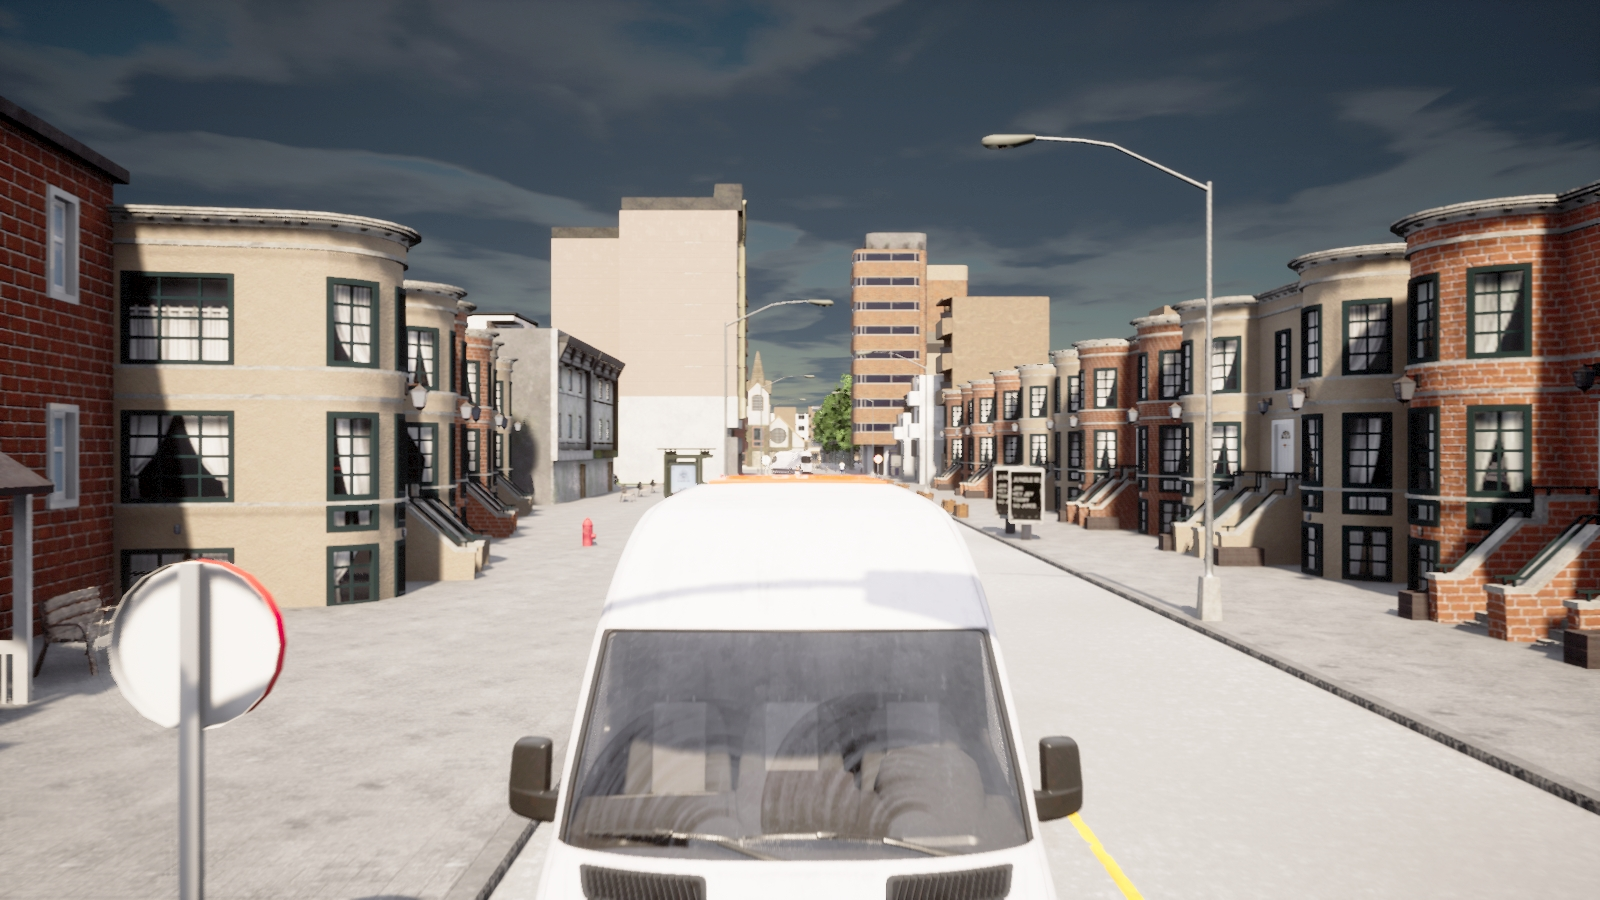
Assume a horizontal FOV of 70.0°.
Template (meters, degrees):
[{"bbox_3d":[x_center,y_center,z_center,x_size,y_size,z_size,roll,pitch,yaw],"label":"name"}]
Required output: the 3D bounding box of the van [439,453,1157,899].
[{"bbox_3d":[-0.013,1.308,6.119,1.988,2.561,5.915,0,0,0],"label":"van"}]
